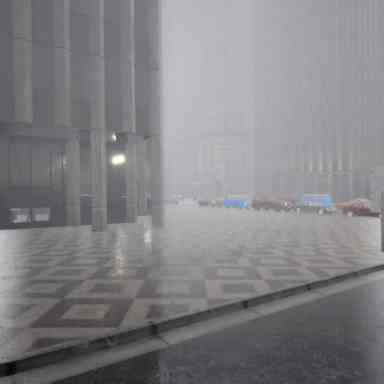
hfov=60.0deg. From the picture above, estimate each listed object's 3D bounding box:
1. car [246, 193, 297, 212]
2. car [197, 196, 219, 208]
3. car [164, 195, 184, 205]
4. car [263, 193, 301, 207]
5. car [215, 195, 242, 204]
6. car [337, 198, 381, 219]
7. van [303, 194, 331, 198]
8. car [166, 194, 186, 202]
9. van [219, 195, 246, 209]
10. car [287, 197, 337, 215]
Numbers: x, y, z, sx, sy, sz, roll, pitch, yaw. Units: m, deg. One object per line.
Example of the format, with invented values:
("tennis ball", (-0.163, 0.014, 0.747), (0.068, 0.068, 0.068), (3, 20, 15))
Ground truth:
("car", (8.990, 1.280, 37.840), (2.192, 1.841, 5.009), (-1, 1, -36))
("car", (2.556, 1.361, 46.825), (1.967, 1.590, 4.097), (-1, 1, -36))
("car", (-3.878, 1.428, 55.810), (2.008, 1.369, 4.403), (-1, 1, -36))
("car", (12.716, 1.116, 47.287), (2.192, 1.841, 5.009), (-1, 1, -36))
("car", (6.188, 1.282, 56.413), (1.752, 1.417, 4.829), (-1, 1, -36))
("car", (15.427, 1.556, 28.859), (1.887, 1.381, 4.507), (-1, 1, -36))
("van", (15.932, 1.165, 42.795), (1.690, 1.788, 3.998), (-1, 1, -36))
("car", (-3.360, 1.243, 69.753), (2.008, 1.369, 4.403), (-1, 1, -36))
("van", (5.772, 1.283, 42.333), (1.690, 1.788, 3.998), (-1, 1, -36))
("car", (12.210, 1.538, 33.351), (2.008, 1.369, 4.403), (-1, 1, -36))
